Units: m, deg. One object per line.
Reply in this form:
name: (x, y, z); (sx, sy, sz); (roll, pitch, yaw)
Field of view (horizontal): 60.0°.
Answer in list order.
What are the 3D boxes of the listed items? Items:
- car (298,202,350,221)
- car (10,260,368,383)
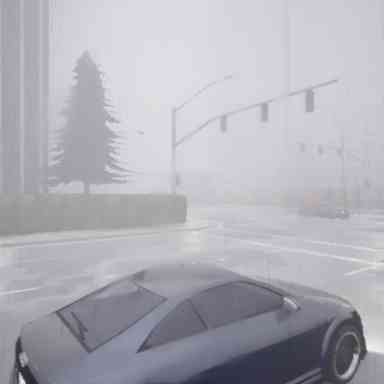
car: (10.763, 1.523, 27.387); (1.994, 1.385, 4.181); (0, 0, -25)
car: (0.222, 1.560, 3.954); (4.181, 1.385, 1.994); (0, 0, -35)
